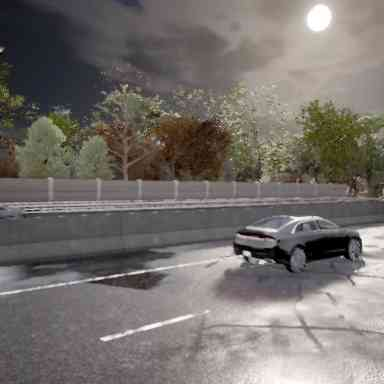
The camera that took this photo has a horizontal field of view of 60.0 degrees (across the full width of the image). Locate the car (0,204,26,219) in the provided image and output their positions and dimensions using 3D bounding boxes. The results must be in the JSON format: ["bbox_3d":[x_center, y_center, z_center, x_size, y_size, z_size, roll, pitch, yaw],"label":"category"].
[{"bbox_3d":[-12.972,1.489,20.534,4.902,1.511,2.128,0,0,-36],"label":"car"}]

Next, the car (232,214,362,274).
[{"bbox_3d":[3.480,1.470,10.530,4.902,1.511,2.128,0,0,-36],"label":"car"}]
